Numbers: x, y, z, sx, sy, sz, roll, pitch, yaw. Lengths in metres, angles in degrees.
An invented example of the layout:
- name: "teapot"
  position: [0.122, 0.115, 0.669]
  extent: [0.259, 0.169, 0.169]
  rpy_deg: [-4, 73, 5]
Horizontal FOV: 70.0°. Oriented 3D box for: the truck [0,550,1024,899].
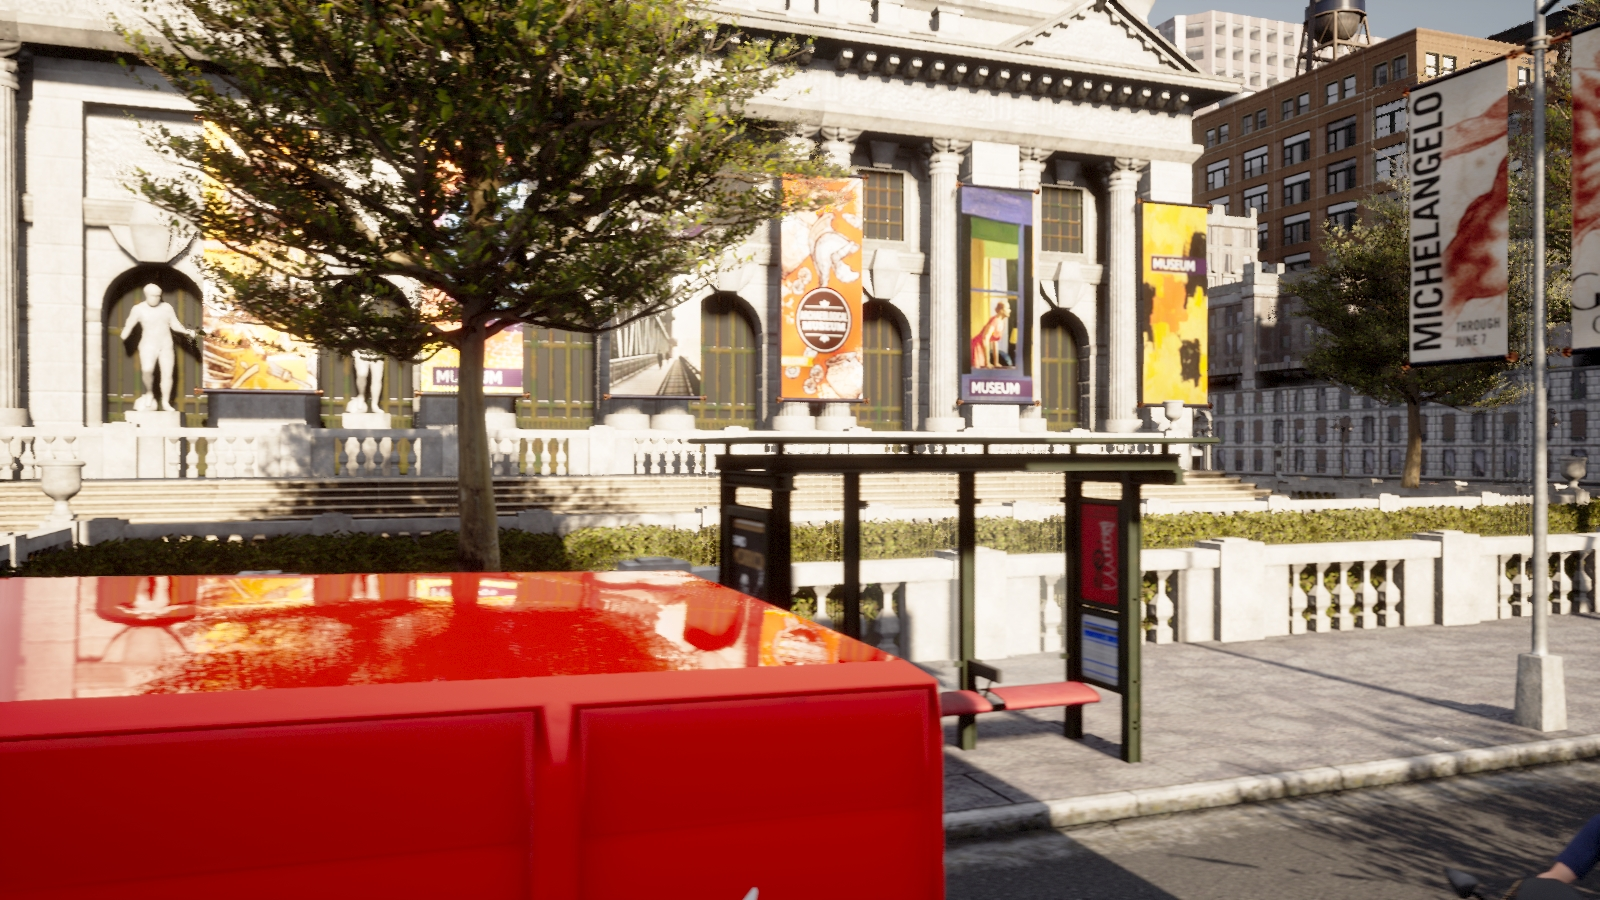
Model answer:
- name: "truck"
  position: [-2.513, 1.583, 2.376]
  extent: [5.204, 2.467, 2.627]
  rpy_deg: [1, 0, -20]
